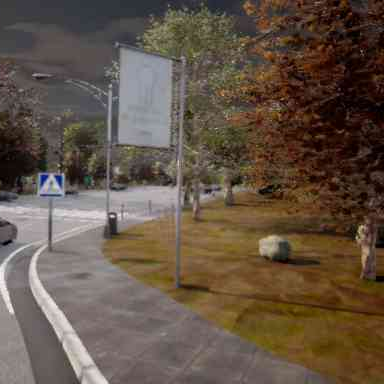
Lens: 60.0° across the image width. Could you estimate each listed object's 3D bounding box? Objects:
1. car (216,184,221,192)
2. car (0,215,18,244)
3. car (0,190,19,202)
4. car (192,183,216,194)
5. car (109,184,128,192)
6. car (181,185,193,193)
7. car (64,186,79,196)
[{"bbox_3d":[4.798,-0.890,68.808,1.994,1.385,4.181,2,3,16],"label":"car"},{"bbox_3d":[-8.295,1.490,12.940,2.033,1.411,5.357,2,-2,-17],"label":"car"},{"bbox_3d":[-21.056,0.474,35.318,2.033,1.411,5.357,2,3,16],"label":"car"},{"bbox_3d":[2.190,-0.393,59.573,2.033,1.411,5.357,2,3,16],"label":"car"},{"bbox_3d":[-13.576,-0.776,61.075,1.895,1.301,4.718,2,3,16],"label":"car"},{"bbox_3d":[-1.185,-0.468,60.499,1.895,1.301,4.718,2,3,16],"label":"car"},{"bbox_3d":[-17.858,-0.126,46.409,2.128,1.511,4.902,2,3,16],"label":"car"}]
